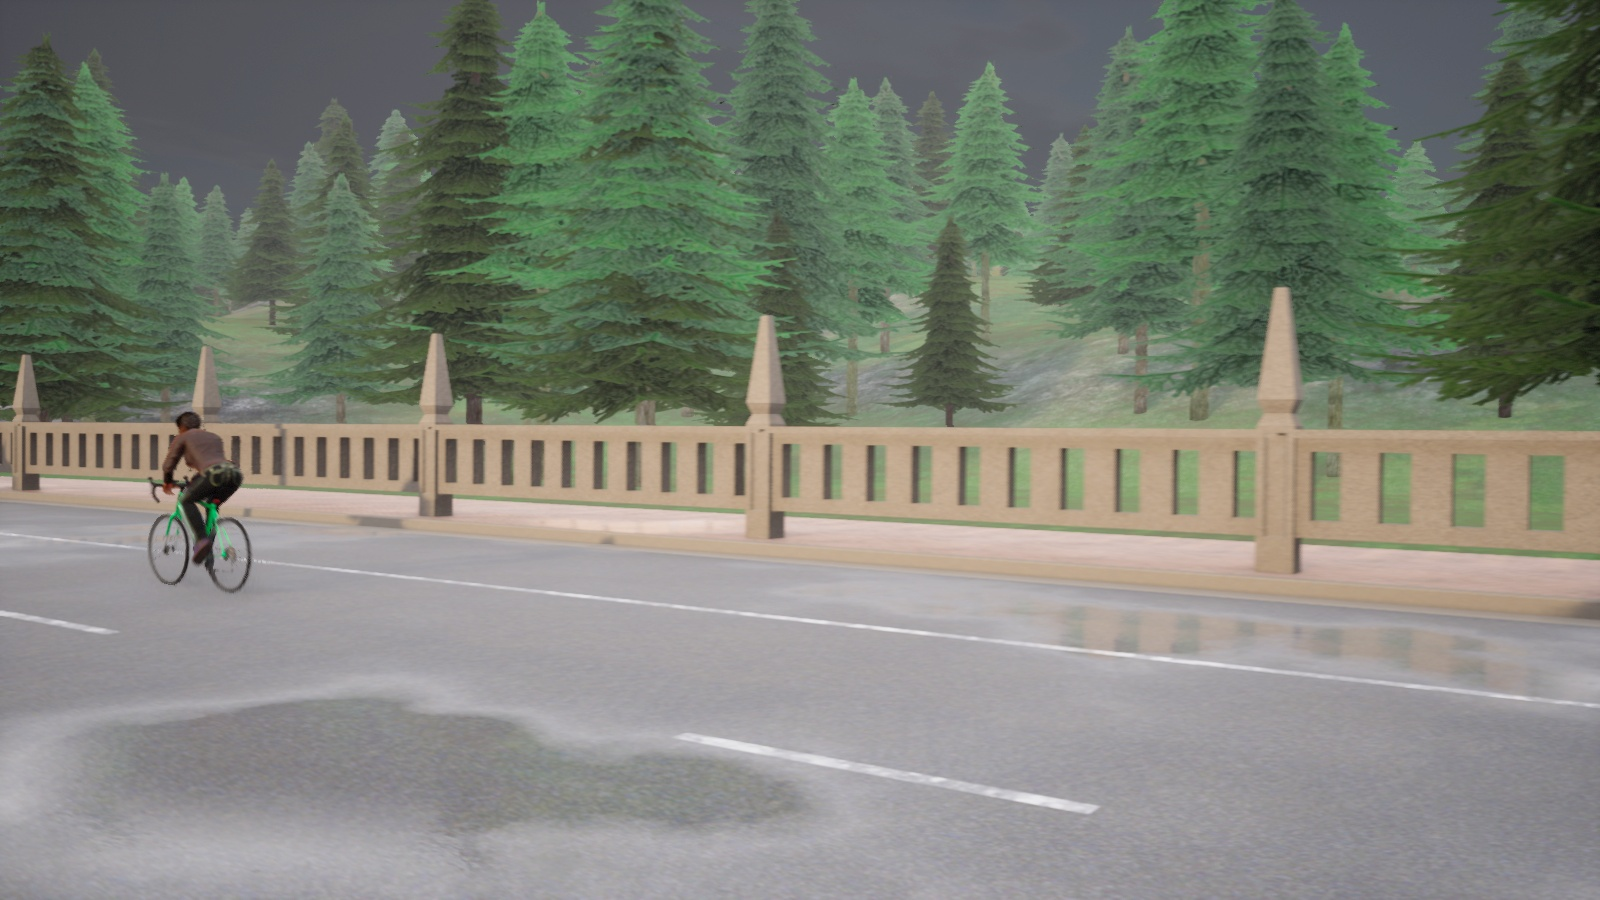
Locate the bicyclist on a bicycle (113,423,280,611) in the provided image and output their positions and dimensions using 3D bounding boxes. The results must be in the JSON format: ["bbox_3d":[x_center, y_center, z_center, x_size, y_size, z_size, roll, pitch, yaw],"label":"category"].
[{"bbox_3d":[-5.543,0.577,11.506,1.656,1.620,0.582,-1,1,34],"label":"bicyclist on a bicycle"}]
